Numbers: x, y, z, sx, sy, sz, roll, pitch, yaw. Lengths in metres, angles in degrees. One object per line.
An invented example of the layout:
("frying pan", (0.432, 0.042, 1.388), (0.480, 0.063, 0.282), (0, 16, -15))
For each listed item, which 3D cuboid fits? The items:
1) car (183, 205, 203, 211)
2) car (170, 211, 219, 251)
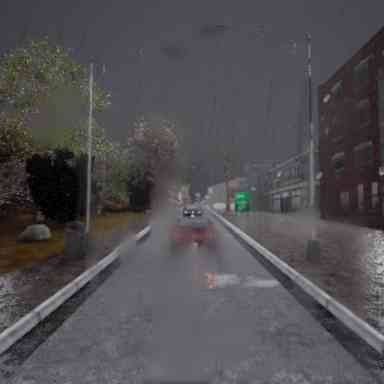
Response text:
("car", (0.063, 1.885, 32.359), (1.895, 1.301, 4.718), (0, 0, 0))
("car", (0.081, 1.737, 14.717), (1.895, 1.301, 4.718), (0, 0, 0))
